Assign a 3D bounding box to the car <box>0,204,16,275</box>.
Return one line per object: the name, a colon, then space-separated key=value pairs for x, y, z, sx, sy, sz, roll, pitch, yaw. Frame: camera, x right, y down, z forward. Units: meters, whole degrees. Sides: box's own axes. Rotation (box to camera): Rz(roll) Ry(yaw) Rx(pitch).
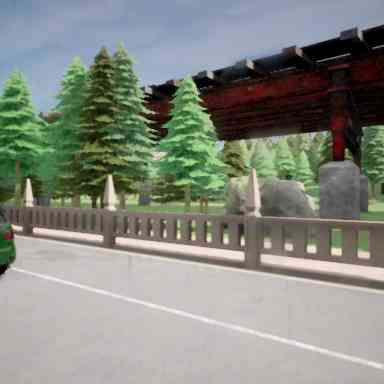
car: x=-7.008 y=1.221 z=9.011 sx=5.566 sy=2.045 sz=2.150 roll=0 pitch=0 yaw=35
